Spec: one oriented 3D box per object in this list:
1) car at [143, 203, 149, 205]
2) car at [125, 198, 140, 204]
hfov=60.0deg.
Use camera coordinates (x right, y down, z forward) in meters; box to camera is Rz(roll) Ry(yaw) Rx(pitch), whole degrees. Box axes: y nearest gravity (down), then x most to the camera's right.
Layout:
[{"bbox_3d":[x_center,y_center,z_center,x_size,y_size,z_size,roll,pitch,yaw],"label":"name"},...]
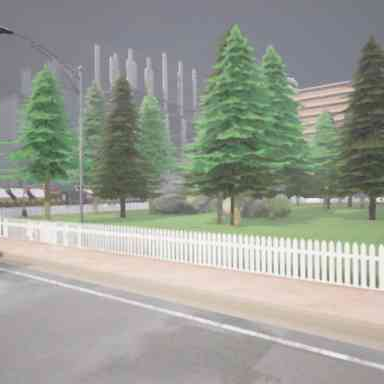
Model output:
[{"bbox_3d":[-7.263,1.830,67.672,2.097,1.767,4.553,-1,0,34],"label":"car"},{"bbox_3d":[-11.776,1.919,67.253,1.882,1.535,5.008,-1,0,34],"label":"car"}]
